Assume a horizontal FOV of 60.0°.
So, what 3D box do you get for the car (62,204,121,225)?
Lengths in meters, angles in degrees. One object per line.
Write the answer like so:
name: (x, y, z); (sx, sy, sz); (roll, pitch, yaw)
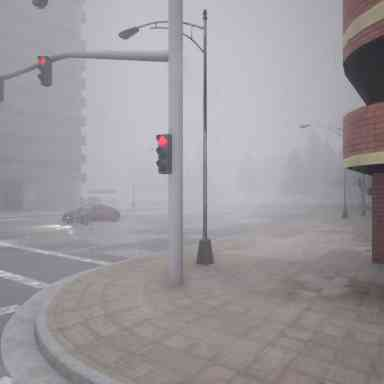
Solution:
car: (-7.214, 1.564, 24.121); (1.994, 1.385, 4.181); (0, 0, 36)
